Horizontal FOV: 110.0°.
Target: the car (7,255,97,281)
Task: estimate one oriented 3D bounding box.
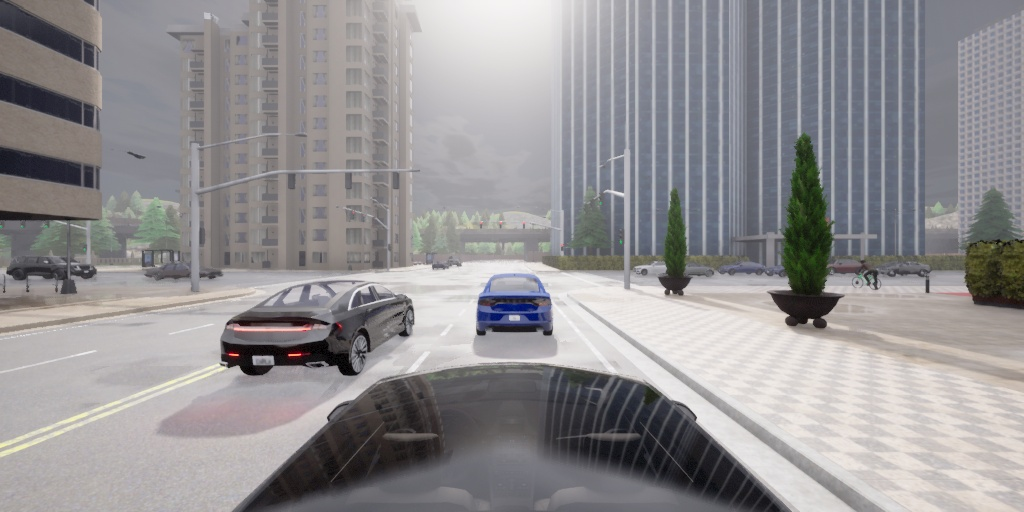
[{"bbox_3d":[-38.488,0.971,30.072,5.566,2.045,2.150,0,0,0],"label":"car"}]

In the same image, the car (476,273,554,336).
[{"bbox_3d":[0.071,1.228,10.455,1.882,1.535,5.008,0,0,0],"label":"car"}]

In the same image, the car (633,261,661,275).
[{"bbox_3d":[15.191,1.275,37.824,4.674,1.442,1.812,0,0,-1],"label":"car"}]

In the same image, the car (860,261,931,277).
[{"bbox_3d":[37.234,1.241,34.538,4.902,1.511,2.128,0,0,0],"label":"car"}]

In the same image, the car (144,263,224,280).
[{"bbox_3d":[-27.541,1.297,30.169,5.357,1.411,2.033,0,0,-1],"label":"car"}]

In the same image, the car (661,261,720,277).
[{"bbox_3d":[16.994,1.313,34.343,4.181,1.385,1.994,0,0,-1],"label":"car"}]

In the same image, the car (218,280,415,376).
[{"bbox_3d":[-3.446,1.241,7.416,2.128,1.511,4.902,0,0,0],"label":"car"}]

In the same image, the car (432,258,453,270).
[{"bbox_3d":[-10.621,1.350,53.575,1.895,1.301,4.718,0,0,0],"label":"car"}]

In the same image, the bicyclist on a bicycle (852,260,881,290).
[{"bbox_3d":[19.632,1.050,19.886,0.582,1.620,1.656,0,0,-1],"label":"bicyclist on a bicycle"}]

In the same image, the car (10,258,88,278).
[{"bbox_3d":[-43.384,1.102,33.694,4.553,1.767,2.097,0,0,-1],"label":"car"}]

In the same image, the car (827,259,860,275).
[{"bbox_3d":[34.359,1.102,38.014,4.553,1.767,2.097,0,0,0],"label":"car"}]

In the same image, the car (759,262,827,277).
[{"bbox_3d":[26.913,1.275,34.440,4.674,1.442,1.812,0,0,0],"label":"car"}]

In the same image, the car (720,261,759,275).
[{"bbox_3d":[24.274,1.275,37.917,4.674,1.442,1.812,0,0,0],"label":"car"}]
